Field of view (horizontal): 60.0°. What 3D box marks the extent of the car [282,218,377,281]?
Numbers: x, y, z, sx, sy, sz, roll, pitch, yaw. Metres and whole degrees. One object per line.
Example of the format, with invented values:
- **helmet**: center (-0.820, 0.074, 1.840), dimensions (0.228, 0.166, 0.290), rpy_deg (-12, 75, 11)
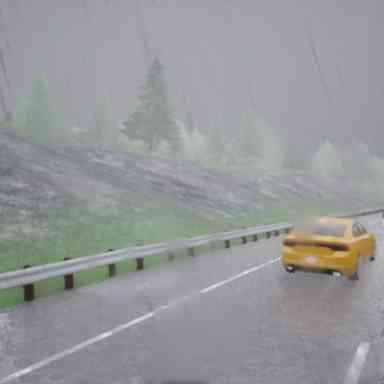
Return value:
- **car**: center (4.425, 1.557, 10.320), dimensions (1.882, 1.535, 5.008), rpy_deg (-1, -1, 36)
